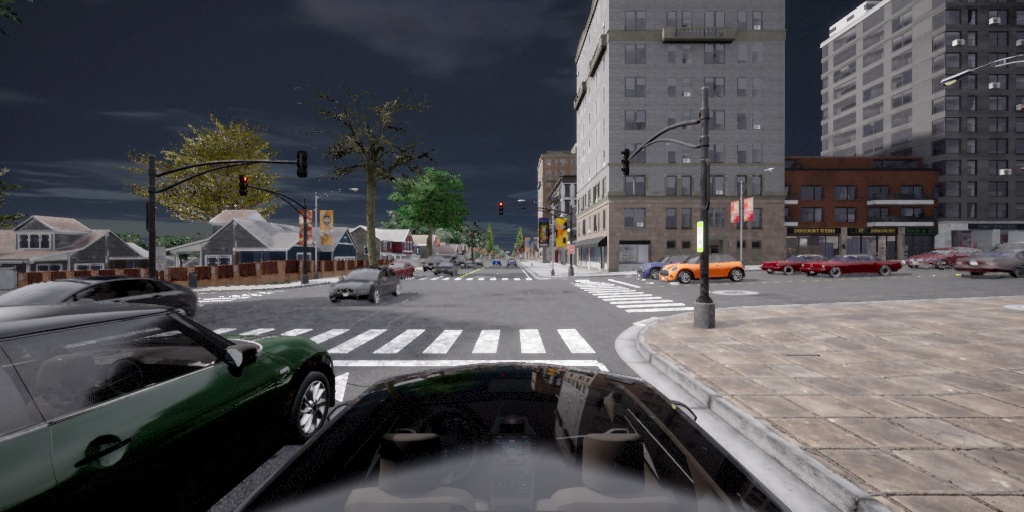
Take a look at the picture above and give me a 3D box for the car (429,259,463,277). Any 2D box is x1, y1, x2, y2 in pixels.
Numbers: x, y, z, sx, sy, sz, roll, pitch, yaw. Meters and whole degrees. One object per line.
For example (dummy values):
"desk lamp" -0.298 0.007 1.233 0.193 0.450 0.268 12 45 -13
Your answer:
"car" -6.627 1.315 36.626 2.033 1.411 5.357 0 0 0

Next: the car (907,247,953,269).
"car" 30.410 0.121 24.992 4.674 1.442 1.812 -2 0 0

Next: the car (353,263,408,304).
"car" -6.612 1.283 16.655 1.837 1.490 4.892 0 0 0

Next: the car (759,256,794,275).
"car" 20.099 0.583 24.961 4.718 1.301 1.895 -2 0 0

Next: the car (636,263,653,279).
"car" 11.102 0.679 24.998 4.553 1.767 2.097 -2 0 2

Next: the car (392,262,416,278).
"car" -9.915 1.240 31.497 1.882 1.535 5.008 0 0 1

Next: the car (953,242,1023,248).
"car" 30.494 -0.046 21.745 4.553 1.767 2.097 -2 0 0

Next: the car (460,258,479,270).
"car" -6.655 1.365 54.436 1.994 1.385 4.181 0 0 0

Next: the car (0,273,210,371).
"car" -9.859 1.254 8.185 1.837 1.490 4.892 0 0 0

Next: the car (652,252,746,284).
"car" 11.355 0.680 21.678 4.553 1.767 2.097 -2 0 0

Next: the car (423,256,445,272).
"car" -9.903 1.003 46.312 2.150 2.045 5.566 0 0 0

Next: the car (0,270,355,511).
"car" -3.151 1.102 2.446 2.097 1.767 4.553 0 0 0

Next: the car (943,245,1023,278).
"car" 26.050 0.325 18.284 5.357 1.411 2.033 -2 0 0

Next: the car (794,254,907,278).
"car" 20.339 0.584 21.712 4.718 1.301 1.895 -2 0 0
